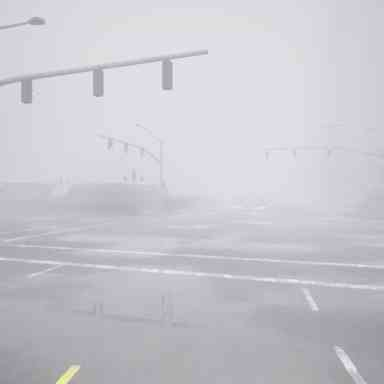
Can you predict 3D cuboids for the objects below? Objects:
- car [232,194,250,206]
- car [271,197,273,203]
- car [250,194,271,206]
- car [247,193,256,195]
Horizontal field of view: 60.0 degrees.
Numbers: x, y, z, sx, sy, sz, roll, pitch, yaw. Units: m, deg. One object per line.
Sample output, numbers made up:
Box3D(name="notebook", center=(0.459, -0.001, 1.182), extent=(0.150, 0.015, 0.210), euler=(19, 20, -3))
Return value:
Box3D(name="car", center=(8.008, 1.491, 56.110), extent=(2.128, 1.511, 4.902), euler=(0, 0, 17))
Box3D(name="car", center=(16.012, 1.523, 70.083), extent=(1.812, 1.442, 4.674), euler=(0, 0, 17))
Box3D(name="car", center=(11.363, 1.491, 55.115), extent=(2.128, 1.511, 4.902), euler=(0, 0, 17))
Box3D(name="car", center=(12.647, 1.224, 71.048), extent=(2.150, 2.045, 5.566), euler=(0, 0, 17))
